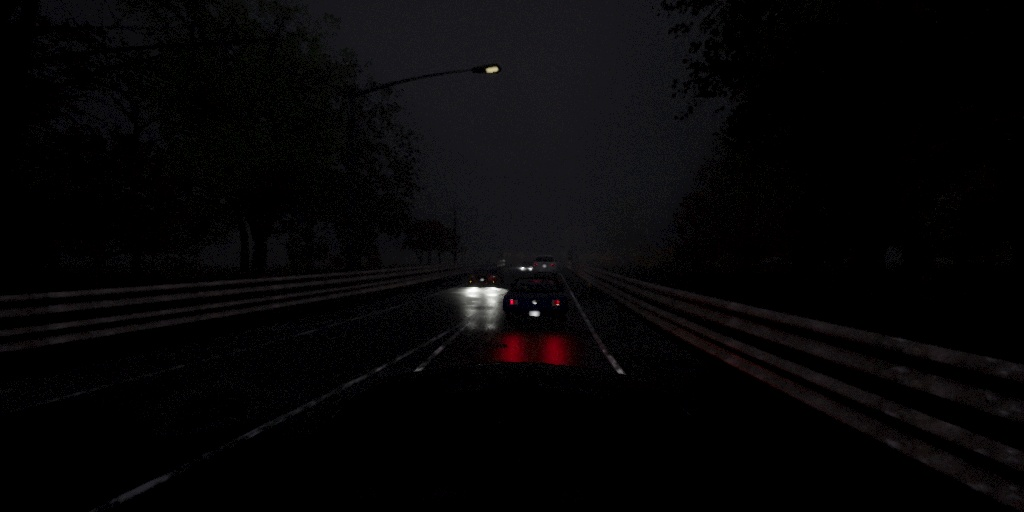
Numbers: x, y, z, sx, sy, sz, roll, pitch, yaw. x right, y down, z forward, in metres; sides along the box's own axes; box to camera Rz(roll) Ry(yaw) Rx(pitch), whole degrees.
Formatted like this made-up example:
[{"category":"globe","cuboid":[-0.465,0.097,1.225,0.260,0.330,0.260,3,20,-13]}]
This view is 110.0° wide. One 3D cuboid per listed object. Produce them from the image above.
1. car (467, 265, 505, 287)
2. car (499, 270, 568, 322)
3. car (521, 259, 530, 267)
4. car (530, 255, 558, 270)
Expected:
[{"category":"car","cuboid":[-1.655,1.277,24.209,1.994,1.385,4.181,0,0,6]},{"category":"car","cuboid":[0.858,1.350,12.433,1.895,1.301,4.718,0,0,5]},{"category":"car","cuboid":[2.746,1.266,64.541,1.895,1.301,4.718,0,0,7]},{"category":"car","cuboid":[3.179,0.947,34.570,2.150,2.045,5.566,0,0,6]}]
